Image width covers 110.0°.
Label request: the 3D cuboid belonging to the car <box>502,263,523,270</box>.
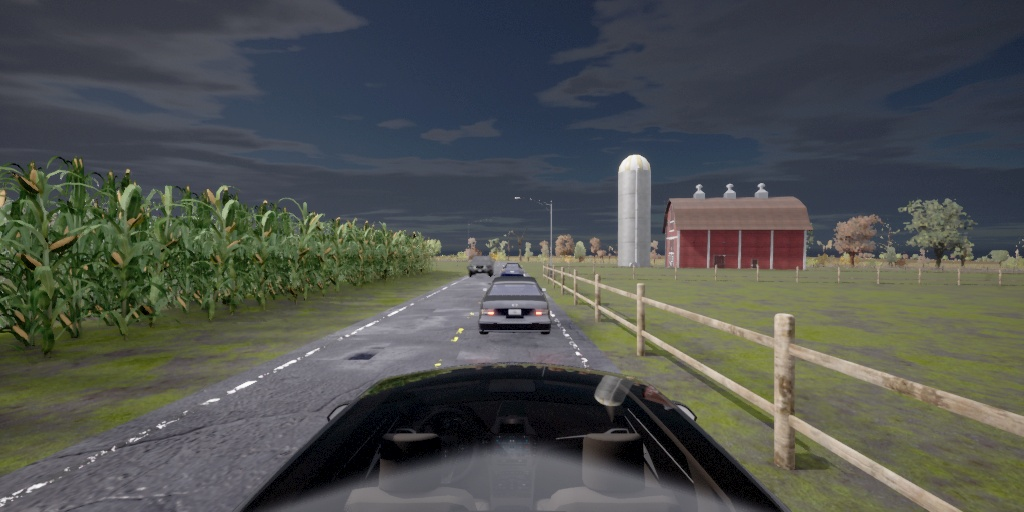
[{"bbox_3d":[0.043,1.319,32.732,1.994,1.385,4.181,0,0,0],"label":"car"}]

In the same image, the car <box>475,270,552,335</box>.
[{"bbox_3d":[0.074,1.297,10.506,2.033,1.411,5.357,0,0,0],"label":"car"}]

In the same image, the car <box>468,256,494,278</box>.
[{"bbox_3d":[-2.895,0.978,34.780,2.150,2.045,5.566,0,0,0],"label":"car"}]
